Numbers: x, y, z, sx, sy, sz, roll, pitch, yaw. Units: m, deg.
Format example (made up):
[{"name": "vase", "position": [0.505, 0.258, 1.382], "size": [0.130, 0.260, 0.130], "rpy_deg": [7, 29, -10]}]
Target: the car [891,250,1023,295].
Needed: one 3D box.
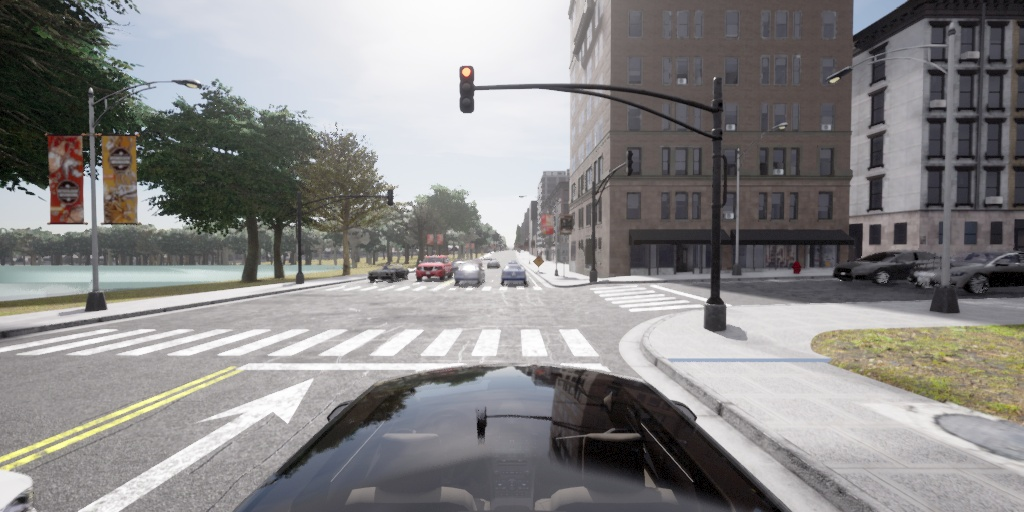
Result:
[{"name": "car", "position": [18.170, 0.569, 13.707], "size": [4.902, 1.511, 2.128], "rpy_deg": [-2, 1, 0]}]

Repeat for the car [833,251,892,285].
[{"name": "car", "position": [18.069, 0.513, 16.957], "size": [4.892, 1.490, 1.837], "rpy_deg": [-2, 1, 0]}]

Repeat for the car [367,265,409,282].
[{"name": "car", "position": [-9.791, 1.362, 28.684], "size": [1.895, 1.301, 4.718], "rpy_deg": [0, 0, 0]}]

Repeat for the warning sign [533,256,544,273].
[{"name": "warning sign", "position": [2.934, 0.897, 39.872], "size": [1.300, 1.860, 1.060], "rpy_deg": [0, 0, 0]}]

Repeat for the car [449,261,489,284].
[{"name": "car", "position": [-3.095, 1.307, 26.911], "size": [2.033, 1.411, 5.357], "rpy_deg": [0, 0, 0]}]

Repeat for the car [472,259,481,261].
[{"name": "car", "position": [-6.364, 1.316, 64.073], "size": [1.882, 1.535, 5.008], "rpy_deg": [0, 0, 0]}]

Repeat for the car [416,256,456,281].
[{"name": "car", "position": [-6.537, 0.987, 30.659], "size": [2.150, 2.045, 5.566], "rpy_deg": [0, 0, 0]}]

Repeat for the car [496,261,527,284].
[{"name": "car", "position": [0.145, 1.308, 26.969], "size": [2.033, 1.411, 5.357], "rpy_deg": [0, 0, 0]}]

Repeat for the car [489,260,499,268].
[{"name": "car", "position": [-3.074, 1.390, 59.633], "size": [1.994, 1.385, 4.181], "rpy_deg": [0, 0, 1]}]

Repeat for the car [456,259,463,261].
[{"name": "car", "position": [-6.500, 1.354, 44.403], "size": [1.994, 1.385, 4.181], "rpy_deg": [0, 0, 0]}]
